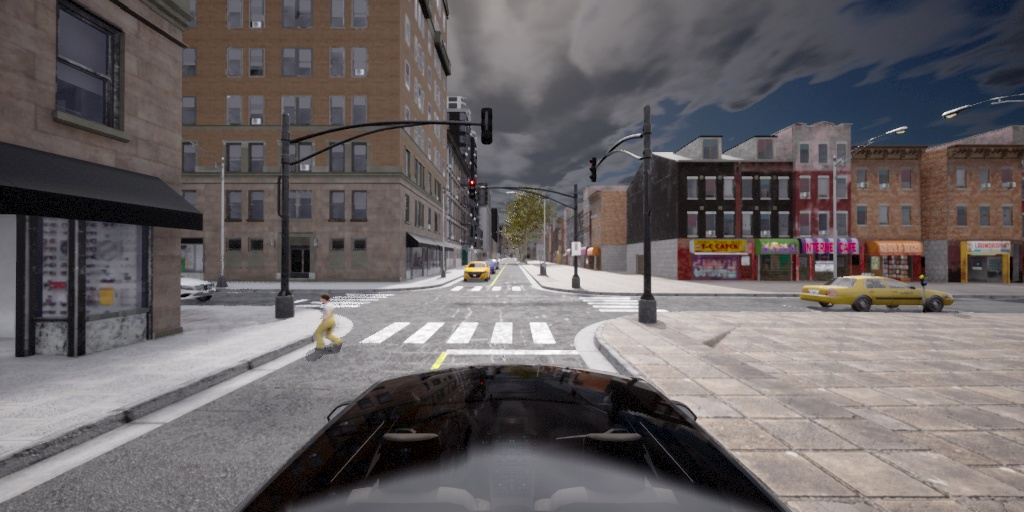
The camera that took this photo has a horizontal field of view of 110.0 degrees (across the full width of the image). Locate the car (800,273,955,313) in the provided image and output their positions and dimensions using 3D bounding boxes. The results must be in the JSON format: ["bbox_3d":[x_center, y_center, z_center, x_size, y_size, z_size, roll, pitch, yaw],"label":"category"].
[{"bbox_3d":[13.884,1.343,13.735,4.829,1.417,1.751,0,0,0],"label":"car"}]

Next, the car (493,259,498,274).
[{"bbox_3d":[-2.849,1.200,40.285,1.882,1.535,5.008,0,0,0],"label":"car"}]

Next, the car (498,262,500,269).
[{"bbox_3d":[-2.833,1.207,52.055,2.128,1.511,4.902,0,0,0],"label":"car"}]

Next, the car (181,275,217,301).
[{"bbox_3d":[-14.807,1.191,14.580,4.674,1.442,1.812,0,0,-1],"label":"car"}]

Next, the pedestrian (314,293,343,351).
[{"bbox_3d":[-3.853,1.323,7.567,0.375,1.300,0.375,0,0,0],"label":"pedestrian"}]

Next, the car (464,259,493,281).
[{"bbox_3d":[-2.841,1.208,29.829,1.882,1.535,5.008,0,0,0],"label":"car"}]
